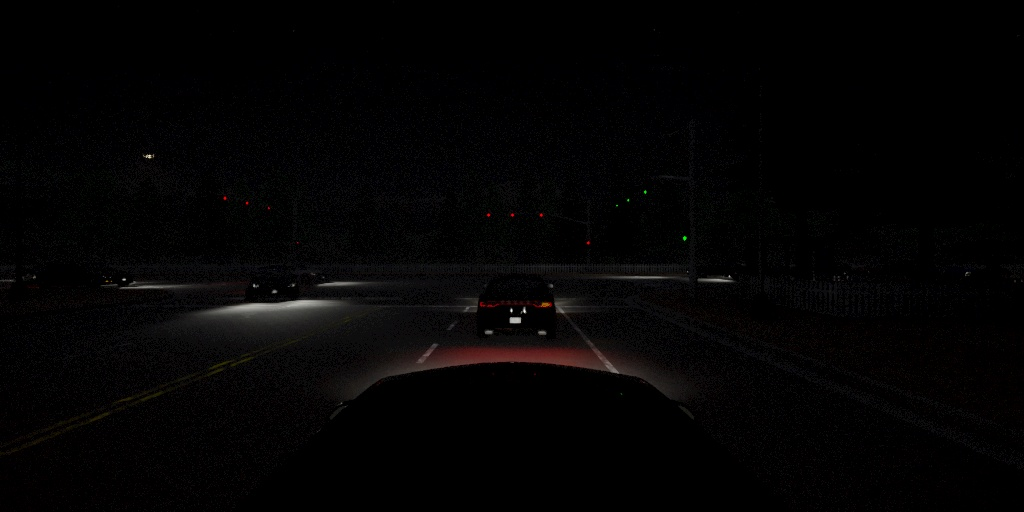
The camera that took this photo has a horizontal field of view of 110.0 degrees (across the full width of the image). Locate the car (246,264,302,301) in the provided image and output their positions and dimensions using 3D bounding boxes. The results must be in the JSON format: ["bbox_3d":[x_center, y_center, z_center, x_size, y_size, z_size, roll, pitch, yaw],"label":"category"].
[{"bbox_3d":[-11.624,1.269,17.462,1.812,1.442,4.674,1,-1,-35],"label":"car"}]

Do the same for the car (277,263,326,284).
[{"bbox_3d":[-15.755,1.224,25.524,4.674,1.442,1.812,0,0,0],"label":"car"}]

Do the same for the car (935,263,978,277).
[{"bbox_3d":[37.673,1.295,31.599,4.718,1.301,1.895,0,0,9],"label":"car"}]

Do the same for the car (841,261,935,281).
[{"bbox_3d":[29.986,1.172,28.747,5.008,1.535,1.882,0,0,3],"label":"car"}]

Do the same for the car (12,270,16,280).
[{"bbox_3d":[-31.946,1.242,25.571,5.357,1.411,2.033,0,0,0],"label":"car"}]

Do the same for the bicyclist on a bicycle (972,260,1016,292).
[{"bbox_3d":[22.822,0.995,17.020,0.582,1.620,1.656,0,0,0],"label":"bicyclist on a bicycle"}]

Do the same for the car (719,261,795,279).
[{"bbox_3d":[20.236,1.242,29.018,5.357,1.411,2.033,0,0,-1],"label":"car"}]

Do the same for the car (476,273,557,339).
[{"bbox_3d":[0.174,1.228,10.159,1.882,1.535,5.008,0,0,2],"label":"car"}]

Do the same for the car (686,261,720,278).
[{"bbox_3d":[18.418,1.186,32.496,4.902,1.511,2.128,0,0,1],"label":"car"}]

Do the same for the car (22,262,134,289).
[{"bbox_3d":[-26.297,1.199,22.062,4.892,1.490,1.837,0,0,0],"label":"car"}]

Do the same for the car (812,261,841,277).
[{"bbox_3d":[27.749,1.186,32.317,4.902,1.511,2.128,0,0,2],"label":"car"}]
